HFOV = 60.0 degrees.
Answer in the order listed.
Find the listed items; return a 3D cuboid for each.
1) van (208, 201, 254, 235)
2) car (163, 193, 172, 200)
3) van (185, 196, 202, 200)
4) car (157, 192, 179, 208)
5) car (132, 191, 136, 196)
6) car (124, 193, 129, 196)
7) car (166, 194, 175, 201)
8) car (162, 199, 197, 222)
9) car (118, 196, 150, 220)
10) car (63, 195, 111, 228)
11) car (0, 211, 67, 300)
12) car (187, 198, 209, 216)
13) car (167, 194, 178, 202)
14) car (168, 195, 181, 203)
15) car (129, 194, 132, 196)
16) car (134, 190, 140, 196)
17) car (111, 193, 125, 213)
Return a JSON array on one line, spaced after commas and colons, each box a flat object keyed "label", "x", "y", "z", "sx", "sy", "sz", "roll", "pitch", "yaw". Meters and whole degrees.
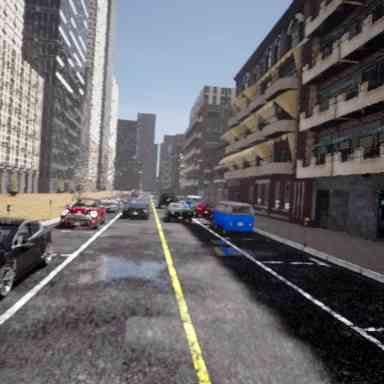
[{"label": "van", "x": 2.368, "y": 1.467, "z": 19.630, "sx": 1.690, "sy": 1.788, "sz": 3.998, "roll": 3, "pitch": 0, "yaw": -7}, {"label": "car", "x": -6.244, "y": 1.142, "z": 85.342, "sx": 1.887, "sy": 1.381, "sz": 4.507, "roll": 3, "pitch": 0, "yaw": -7}, {"label": "van", "x": 0.219, "y": 1.328, "z": 36.057, "sx": 1.690, "sy": 1.788, "sz": 3.998, "roll": 3, "pitch": 0, "yaw": -7}, {"label": "car", "x": -3.126, "y": 1.002, "z": 41.633, "sx": 2.150, "sy": 2.045, "sz": 5.566, "roll": 4, "pitch": 0, "yaw": -7}, {"label": "car", "x": -10.238, "y": 0.904, "z": 51.397, "sx": 1.947, "sy": 1.339, "sz": 4.313, "roll": 3, "pitch": 0, "yaw": -7}, {"label": "car", "x": -8.087, "y": 1.026, "z": 34.969, "sx": 2.008, "sy": 1.369, "sz": 4.403, "roll": 3, "pitch": 0, "yaw": -7}, {"label": "car", "x": -4.831, "y": 1.203, "z": 74.559, "sx": 1.752, "sy": 1.417, "sz": 4.829, "roll": 3, "pitch": 0, "yaw": -7}, {"label": "car", "x": -1.066, "y": 1.513, "z": 25.653, "sx": 1.895, "sy": 1.301, "sz": 4.718, "roll": 4, "pitch": 0, "yaw": -7}, {"label": "car", "x": -4.182, "y": 1.283, "z": 25.182, "sx": 1.994, "sy": 1.385, "sz": 4.181, "roll": 4, "pitch": 0, "yaw": -7}, {"label": "car", "x": -5.932, "y": 1.055, "z": 18.542, "sx": 1.967, "sy": 1.590, "sz": 4.097, "roll": 3, "pitch": 0, "yaw": -7}, {"label": "car", "x": -4.506, "y": 1.278, "z": 7.589, "sx": 1.947, "sy": 1.339, "sz": 4.313, "roll": 3, "pitch": 0, "yaw": -7}, {"label": "car", "x": 0.924, "y": 1.577, "z": 30.582, "sx": 1.887, "sy": 1.381, "sz": 4.507, "roll": 3, "pitch": 0, "yaw": -7}, {"label": "car", "x": -4.113, "y": 1.244, "z": 69.082, "sx": 1.752, "sy": 1.417, "sz": 4.829, "roll": 3, "pitch": 0, "yaw": -7}, {"label": "car", "x": -3.377, "y": 1.328, "z": 63.438, "sx": 1.947, "sy": 1.339, "sz": 4.313, "roll": 3, "pitch": 0, "yaw": -7}, {"label": "car", "x": -8.797, "y": 0.869, "z": 40.445, "sx": 1.967, "sy": 1.590, "sz": 4.097, "roll": 3, "pitch": 0, "yaw": -7}, {"label": "car", "x": -14.538, "y": 0.652, "z": 84.254, "sx": 1.947, "sy": 1.339, "sz": 4.313, "roll": 3, "pitch": 0, "yaw": -7}, {"label": "car", "x": -7.371, "y": 1.072, "z": 29.492, "sx": 2.008, "sy": 1.369, "sz": 4.403, "roll": 3, "pitch": 0, "yaw": -7}]
